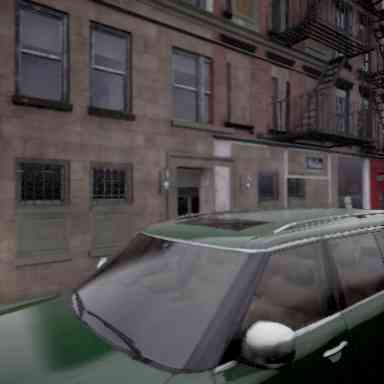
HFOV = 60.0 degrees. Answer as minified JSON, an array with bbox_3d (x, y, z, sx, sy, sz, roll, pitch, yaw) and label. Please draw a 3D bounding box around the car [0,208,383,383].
[{"bbox_3d":[0.403,1.234,3.056,5.566,2.045,2.150,-1,0,-36],"label":"car"}]
